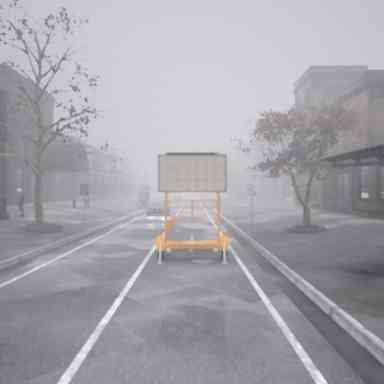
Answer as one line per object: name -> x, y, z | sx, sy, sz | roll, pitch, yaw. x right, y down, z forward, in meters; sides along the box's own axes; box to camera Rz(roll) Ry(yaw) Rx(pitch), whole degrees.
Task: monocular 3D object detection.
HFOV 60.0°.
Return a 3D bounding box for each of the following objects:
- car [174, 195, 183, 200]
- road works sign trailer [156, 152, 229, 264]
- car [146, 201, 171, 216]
car -> -2.924, 1.282, 71.525 | 2.033, 1.411, 5.357 | 0, 1, 0
road works sign trailer -> 0.013, 0.424, 11.652 | 2.380, 3.560, 2.880 | 0, 0, 0
car -> -3.064, 1.497, 31.158 | 1.994, 1.385, 4.181 | 0, 0, 0
